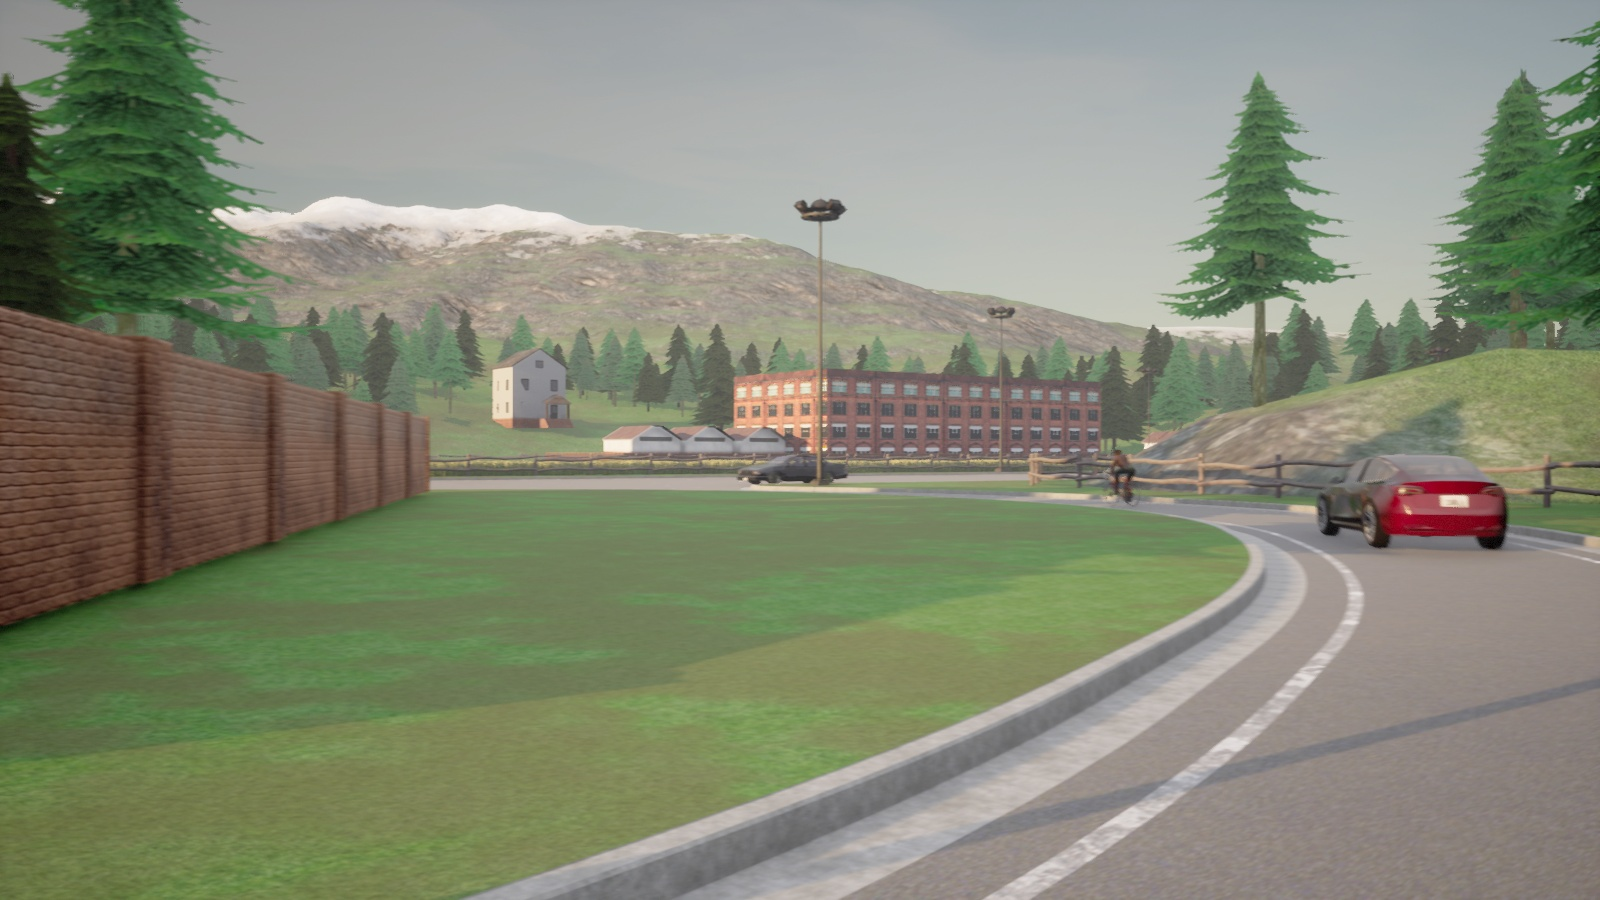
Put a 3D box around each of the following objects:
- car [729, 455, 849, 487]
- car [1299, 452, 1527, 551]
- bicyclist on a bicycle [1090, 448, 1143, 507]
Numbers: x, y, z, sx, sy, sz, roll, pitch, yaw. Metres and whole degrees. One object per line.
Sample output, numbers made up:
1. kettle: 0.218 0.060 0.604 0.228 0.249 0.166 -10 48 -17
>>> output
1. car: -0.489 0.937 58.283 5.357 1.411 2.033 0 0 -35
2. car: 10.143 0.776 21.251 2.163 1.488 4.792 0 0 9
3. bicyclist on a bicycle: 8.901 0.766 35.374 0.582 1.620 1.656 -1 0 -21
